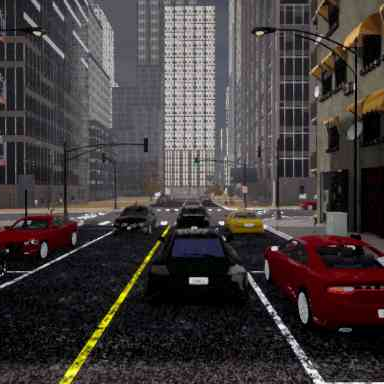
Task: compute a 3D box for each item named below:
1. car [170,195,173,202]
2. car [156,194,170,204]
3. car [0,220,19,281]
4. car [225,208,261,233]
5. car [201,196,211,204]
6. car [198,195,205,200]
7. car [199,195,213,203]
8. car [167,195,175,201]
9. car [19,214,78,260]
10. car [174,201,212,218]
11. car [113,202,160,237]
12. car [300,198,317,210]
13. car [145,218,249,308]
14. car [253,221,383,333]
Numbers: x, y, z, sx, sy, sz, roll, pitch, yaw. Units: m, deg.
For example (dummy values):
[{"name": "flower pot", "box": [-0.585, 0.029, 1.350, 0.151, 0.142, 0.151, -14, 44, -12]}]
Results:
[{"name": "car", "box": [-5.631, 1.319, 66.971, 2.192, 1.841, 5.009, -1, 0, 0]}, {"name": "car", "box": [-5.635, 1.548, 61.411, 1.887, 1.381, 4.507, -1, 0, 0]}, {"name": "car", "box": [-5.693, 1.440, 6.851, 1.967, 1.590, 4.097, -1, 0, 0]}, {"name": "car", "box": [2.700, 1.525, 18.045, 1.752, 1.417, 4.829, -1, 0, 0]}, {"name": "car", "box": [2.751, 1.529, 67.131, 1.752, 1.417, 4.829, -1, 0, 0]}, {"name": "car", "box": [2.782, 1.591, 94.759, 1.802, 1.307, 4.206, -1, 0, 0]}, {"name": "car", "box": [2.744, 1.443, 61.401, 1.967, 1.590, 4.097, -1, 0, 0]}, {"name": "car", "box": [-5.605, 1.552, 89.208, 1.887, 1.381, 4.507, -1, 0, 0]}, {"name": "car", "box": [-5.687, 1.544, 12.375, 1.887, 1.381, 4.507, -1, 0, 0]}, {"name": "car", "box": [0.079, 1.506, 18.835, 1.837, 1.490, 4.892, 0, 0, -1]}, {"name": "car", "box": [-2.994, 1.507, 18.265, 1.837, 1.490, 4.892, 0, -1, 0]}, {"name": "car", "box": [14.289, 1.259, 36.988, 4.507, 1.381, 1.887, -1, 1, 0]}, {"name": "car", "box": [0.110, 1.564, 7.991, 1.994, 1.385, 4.181, 0, 0, 0]}, {"name": "car", "box": [2.689, 1.544, 6.828, 1.887, 1.381, 4.507, -1, 0, 0]}]
